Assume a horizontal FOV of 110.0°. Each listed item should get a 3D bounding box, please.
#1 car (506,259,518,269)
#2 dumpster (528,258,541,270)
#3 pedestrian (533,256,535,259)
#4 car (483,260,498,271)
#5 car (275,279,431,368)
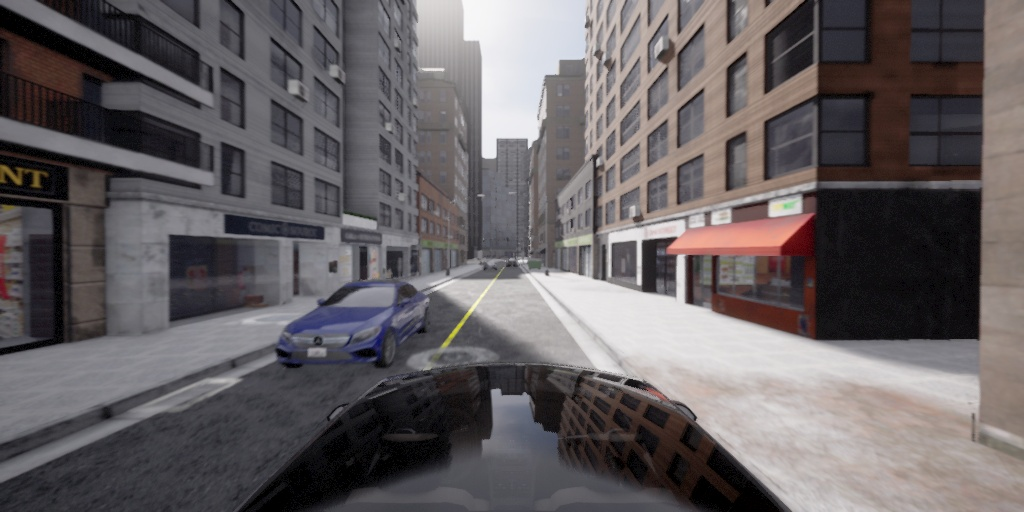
[{"bbox_3d":[0.007,1.296,60.232,1.837,1.490,4.892,0,0,0],"label":"car"},{"bbox_3d":[3.140,1.212,50.706,1.020,1.700,1.940,0,0,0],"label":"dumpster"},{"bbox_3d":[3.140,0.960,52.073,0.375,1.860,0.375,-1,1,-9],"label":"pedestrian"},{"bbox_3d":[-3.063,1.341,50.700,1.812,1.442,4.674,0,0,0],"label":"car"},{"bbox_3d":[-3.086,1.278,8.013,1.812,1.442,4.674,0,0,0],"label":"car"}]
